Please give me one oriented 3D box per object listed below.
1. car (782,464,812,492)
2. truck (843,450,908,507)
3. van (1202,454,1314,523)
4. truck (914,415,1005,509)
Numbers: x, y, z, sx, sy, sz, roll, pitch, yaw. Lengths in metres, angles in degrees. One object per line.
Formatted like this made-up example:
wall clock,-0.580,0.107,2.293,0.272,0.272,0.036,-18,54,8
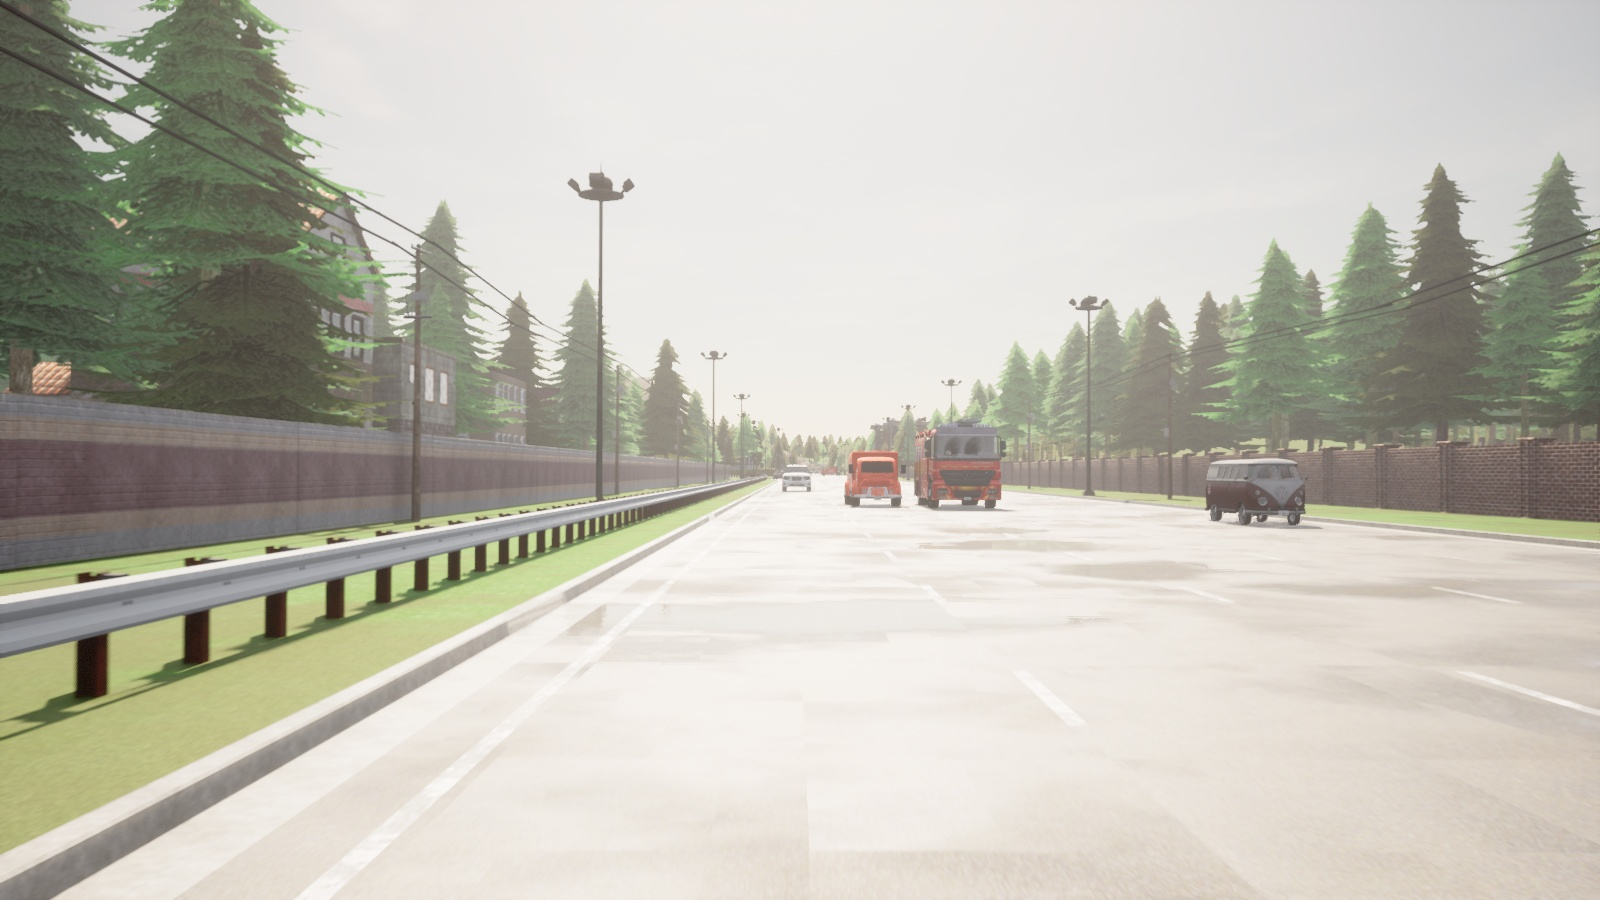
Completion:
car,-0.230,2.133,95.504,2.150,2.045,5.566,0,-1,0
truck,3.361,1.267,56.894,2.627,2.467,5.204,0,-1,0
van,13.907,1.155,38.436,1.775,1.987,4.442,0,-1,0
truck,6.863,0.549,55.373,2.891,3.827,8.468,0,-1,0
